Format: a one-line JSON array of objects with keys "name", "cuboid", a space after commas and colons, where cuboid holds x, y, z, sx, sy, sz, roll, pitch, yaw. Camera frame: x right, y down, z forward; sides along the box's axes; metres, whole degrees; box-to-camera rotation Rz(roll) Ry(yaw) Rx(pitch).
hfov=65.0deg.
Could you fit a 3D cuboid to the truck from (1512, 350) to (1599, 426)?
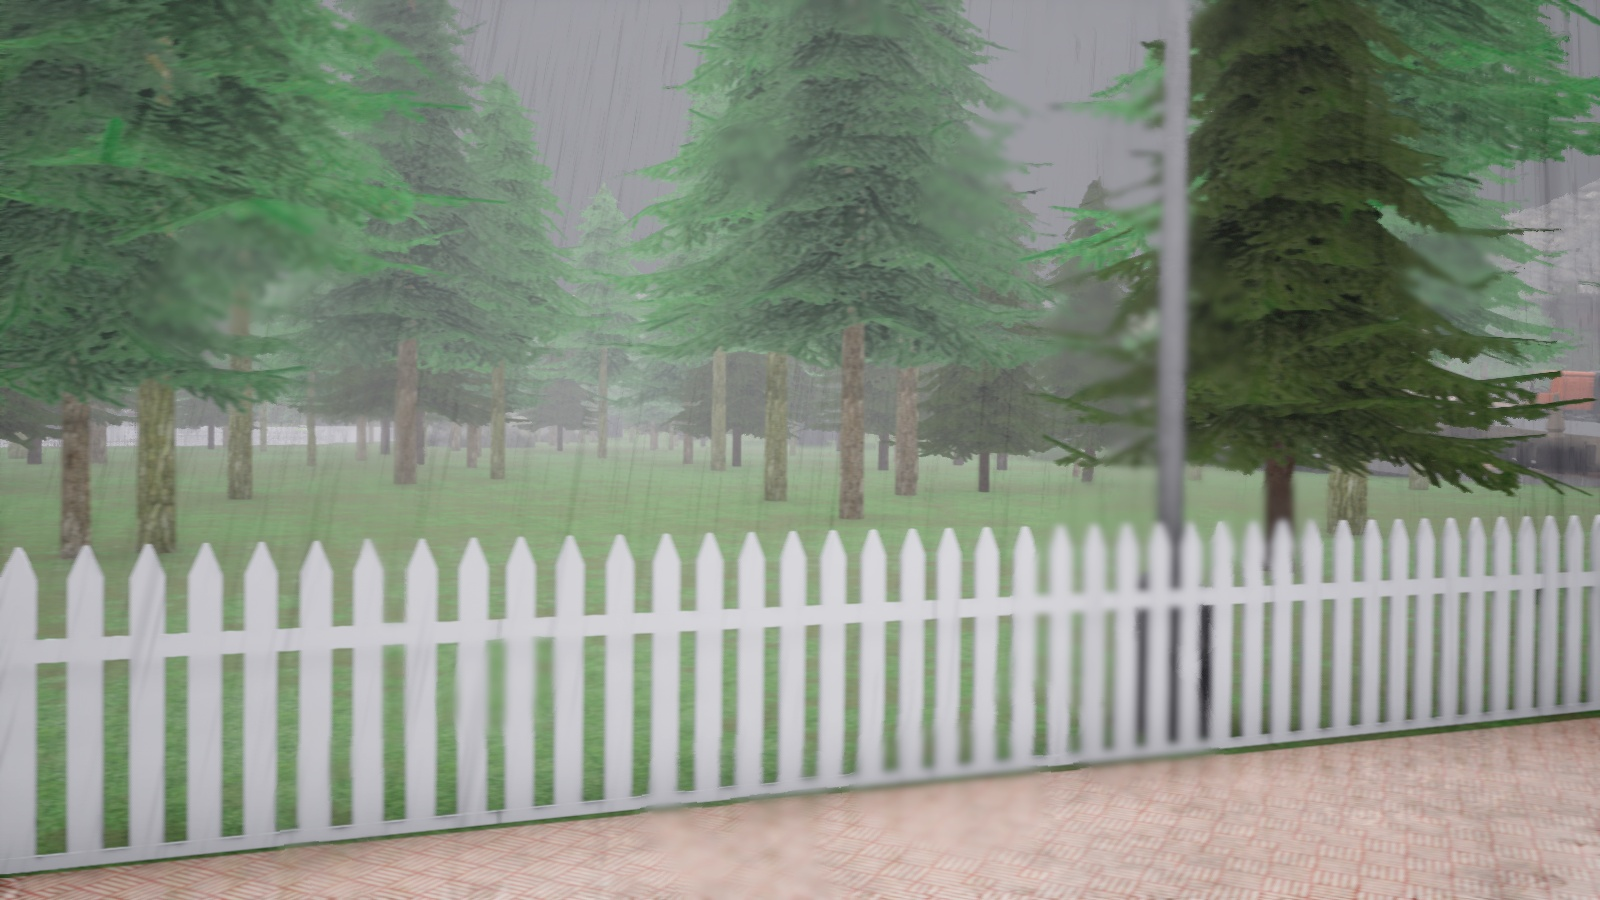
[{"name": "truck", "cuboid": [39.893, -2.975, 61.932, 2.891, 3.462, 7.936, -1, 7, -22]}]
